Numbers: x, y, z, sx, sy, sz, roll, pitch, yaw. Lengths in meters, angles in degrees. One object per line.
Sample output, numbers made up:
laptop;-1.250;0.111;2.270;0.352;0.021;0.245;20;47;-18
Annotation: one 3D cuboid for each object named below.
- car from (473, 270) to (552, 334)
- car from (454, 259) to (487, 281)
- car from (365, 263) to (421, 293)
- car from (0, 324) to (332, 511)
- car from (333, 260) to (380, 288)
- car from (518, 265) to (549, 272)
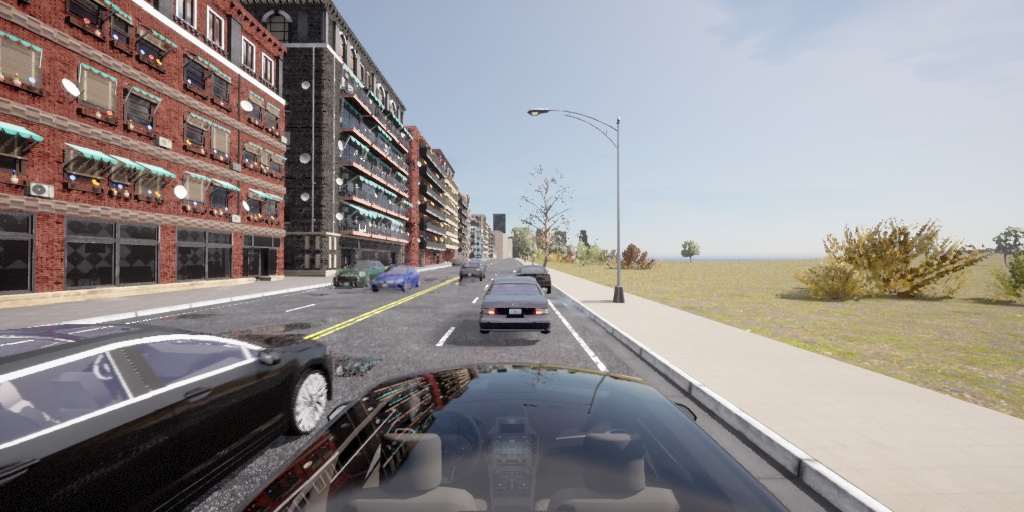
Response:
car;0.090;1.299;10.617;2.033;1.411;5.357;0;0;0
car;-3.195;1.240;29.822;2.128;1.511;4.902;0;0;0
car;-6.628;1.278;21.046;1.812;1.442;4.674;0;0;0
car;-3.153;1.241;2.556;2.128;1.511;4.902;0;0;0
car;-9.884;1.104;23.671;2.097;1.767;4.553;0;0;0
car;1.109;1.230;20.381;1.882;1.535;5.008;0;0;0
